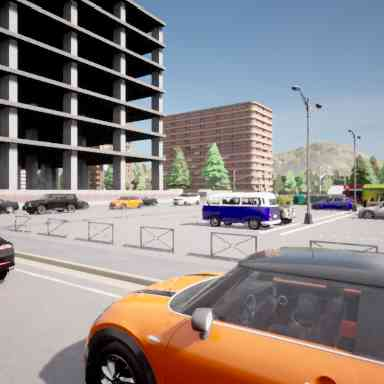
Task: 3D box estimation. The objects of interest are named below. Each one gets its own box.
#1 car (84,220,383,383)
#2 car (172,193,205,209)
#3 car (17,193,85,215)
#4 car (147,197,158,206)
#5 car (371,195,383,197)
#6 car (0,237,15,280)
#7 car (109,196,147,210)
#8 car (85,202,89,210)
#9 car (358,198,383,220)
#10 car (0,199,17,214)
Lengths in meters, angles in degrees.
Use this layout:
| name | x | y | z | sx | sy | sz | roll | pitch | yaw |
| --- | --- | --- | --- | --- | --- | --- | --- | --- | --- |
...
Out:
| name | x | y | z | sx | sy | sz | roll | pitch | yaw |
| --- | --- | --- | --- | --- | --- | --- | --- | --- | --- |
| car | 1.002 | 1.352 | 3.274 | 4.553 | 1.767 | 2.097 | 0 | 0 | 35 |
| car | -0.828 | 1.166 | 53.053 | 2.150 | 2.045 | 5.566 | 0 | 0 | 36 |
| car | -14.284 | 1.166 | 34.033 | 2.150 | 2.045 | 5.566 | 0 | 0 | 35 |
| car | -7.225 | 1.436 | 50.096 | 2.128 | 1.511 | 4.902 | 0 | 0 | 35 |
| car | 17.786 | 1.153 | 29.391 | 4.605 | 1.855 | 1.932 | 0 | 0 | 36 |
| car | -6.511 | 1.492 | 8.588 | 4.902 | 1.511 | 2.128 | 0 | 0 | 35 |
| car | -8.406 | 1.297 | 42.361 | 2.097 | 1.767 | 4.553 | 0 | 0 | 35 |
| car | -14.448 | 1.508 | 39.876 | 1.994 | 1.385 | 4.181 | 0 | 0 | 35 |
| car | 14.579 | 1.395 | 24.826 | 3.806 | 1.475 | 1.970 | 0 | 0 | 36 |
| car | -19.590 | 1.436 | 32.602 | 2.128 | 1.511 | 4.902 | 0 | 0 | 36 |
